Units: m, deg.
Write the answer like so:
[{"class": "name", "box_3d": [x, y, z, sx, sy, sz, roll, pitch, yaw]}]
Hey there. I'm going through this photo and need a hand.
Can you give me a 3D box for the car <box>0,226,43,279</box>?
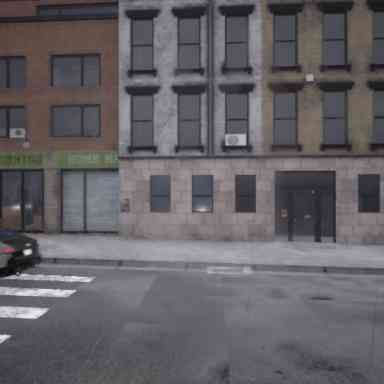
[{"class": "car", "box_3d": [-6.109, 1.448, 8.478, 4.181, 1.385, 1.994, 1, 0, 4]}]
